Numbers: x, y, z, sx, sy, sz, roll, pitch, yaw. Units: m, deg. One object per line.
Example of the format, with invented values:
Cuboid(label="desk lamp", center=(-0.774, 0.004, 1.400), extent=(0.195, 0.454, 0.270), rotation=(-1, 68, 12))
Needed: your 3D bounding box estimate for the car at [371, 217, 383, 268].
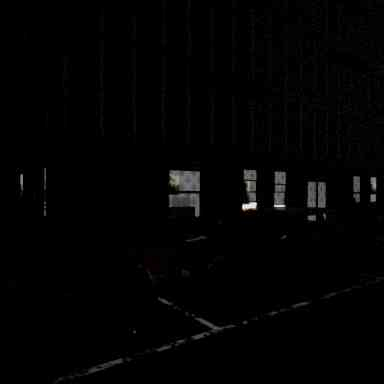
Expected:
Cuboid(label="car", center=(6.452, 1.561, 11.316), extent=(4.313, 1.339, 1.947), rotation=(0, 0, -35))

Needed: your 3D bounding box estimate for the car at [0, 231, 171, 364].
Cuboid(label="car", center=(-2.610, 1.440, 4.872), extent=(4.097, 1.590, 1.967), rotation=(0, 0, -35))

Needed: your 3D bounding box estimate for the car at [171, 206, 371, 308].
Cuboid(label="car", center=(1.920, 1.314, 8.092), extent=(5.009, 1.841, 2.192), rotation=(0, 0, -35))
